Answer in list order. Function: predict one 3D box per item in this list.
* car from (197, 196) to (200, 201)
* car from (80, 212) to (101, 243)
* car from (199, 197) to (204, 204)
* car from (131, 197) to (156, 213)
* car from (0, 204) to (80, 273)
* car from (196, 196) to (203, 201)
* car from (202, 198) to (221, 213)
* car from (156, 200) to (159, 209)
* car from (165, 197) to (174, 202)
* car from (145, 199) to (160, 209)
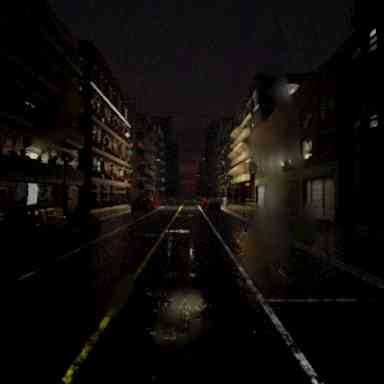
[{"bbox_3d":[2.323,1.878,73.061,2.008,1.369,4.403,0,0,0],"label":"car"},{"bbox_3d":[-5.768,1.668,16.660,1.802,1.307,4.206,0,0,0],"label":"car"},{"bbox_3d":[2.438,1.772,50.517,1.887,1.381,4.507,0,0,0],"label":"car"},{"bbox_3d":[-5.883,1.504,39.206,2.192,1.841,5.009,0,0,0],"label":"car"},{"bbox_3d":[-5.738,1.375,11.025,2.192,1.841,5.009,0,0,0],"label":"car"},{"bbox_3d":[2.206,1.952,95.775,1.752,1.417,4.829,0,0,0],"label":"car"},{"bbox_3d":[2.496,1.703,39.415,1.752,1.417,4.829,0,0,0],"label":"car"},{"bbox_3d":[-5.913,1.654,44.841,1.967,1.590,4.097,0,0,0],"label":"car"},{"bbox_3d":[-6.145,1.963,89.929,2.008,1.369,4.403,0,0,0],"label":"car"},{"bbox_3d":[-5.942,1.784,50.478,1.887,1.381,4.507,0,0,0],"label":"car"}]
